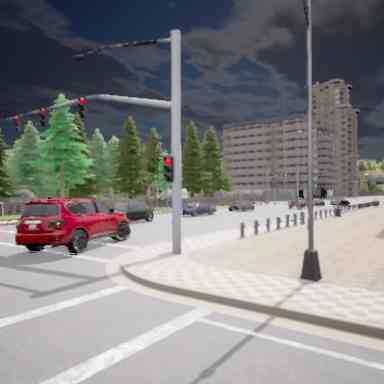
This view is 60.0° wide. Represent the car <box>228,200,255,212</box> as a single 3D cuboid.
[{"bbox_3d":[6.193,1.704,41.517,1.994,1.385,4.181,-1,0,36],"label":"car"}]

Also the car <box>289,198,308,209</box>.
[{"bbox_3d":[15.624,1.638,48.375,1.812,1.442,4.674,-1,0,36],"label":"car"}]

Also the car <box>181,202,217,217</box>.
[{"bbox_3d":[0.486,1.688,33.559,2.033,1.411,5.357,-1,0,36],"label":"car"}]

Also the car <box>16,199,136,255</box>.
[{"bbox_3d":[-4.759,1.311,14.158,2.150,2.045,5.566,-2,-1,17],"label":"car"}]

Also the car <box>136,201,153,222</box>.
[{"bbox_3d":[-5.108,1.494,25.736,2.097,1.767,4.553,-1,0,36],"label":"car"}]

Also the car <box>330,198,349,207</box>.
[{"bbox_3d":[23.998,1.633,54.128,2.033,1.411,5.357,-1,0,39],"label":"car"}]

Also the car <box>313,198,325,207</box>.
[{"bbox_3d":[20.629,1.675,55.370,1.994,1.385,4.181,-1,0,36],"label":"car"}]
